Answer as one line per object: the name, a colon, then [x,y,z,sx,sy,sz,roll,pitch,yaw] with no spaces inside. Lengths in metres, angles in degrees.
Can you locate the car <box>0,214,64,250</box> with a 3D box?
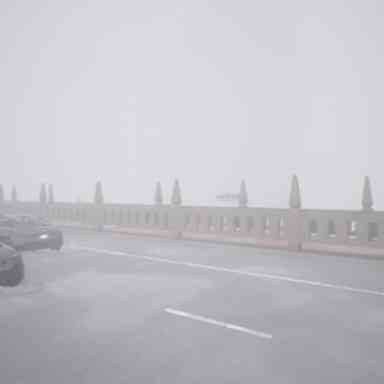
car: [-6.937,1.560,13.008,4.181,1.385,1.994,0,0,34]

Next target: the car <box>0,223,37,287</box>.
car: [-5.957,1.562,8.090,4.181,1.385,1.994,0,0,35]
